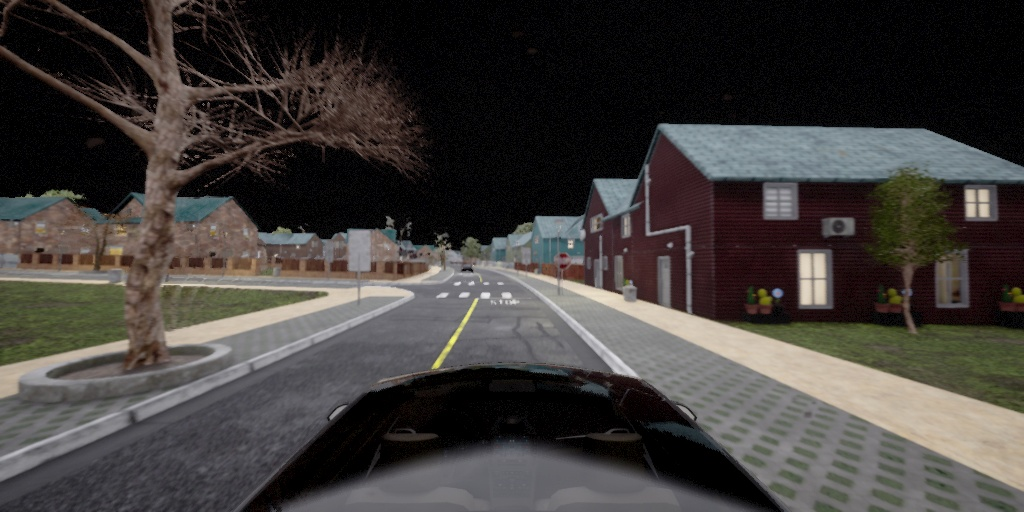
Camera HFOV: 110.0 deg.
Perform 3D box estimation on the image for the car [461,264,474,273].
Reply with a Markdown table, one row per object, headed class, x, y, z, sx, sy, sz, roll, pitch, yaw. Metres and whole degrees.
| class | x | y | z | sx | sy | sz | roll | pitch | yaw |
| --- | --- | --- | --- | --- | --- | --- | --- | --- | --- |
| car | -6.687 | 1.856 | 53.600 | 1.895 | 1.301 | 4.718 | 0 | -1 | -9 |
